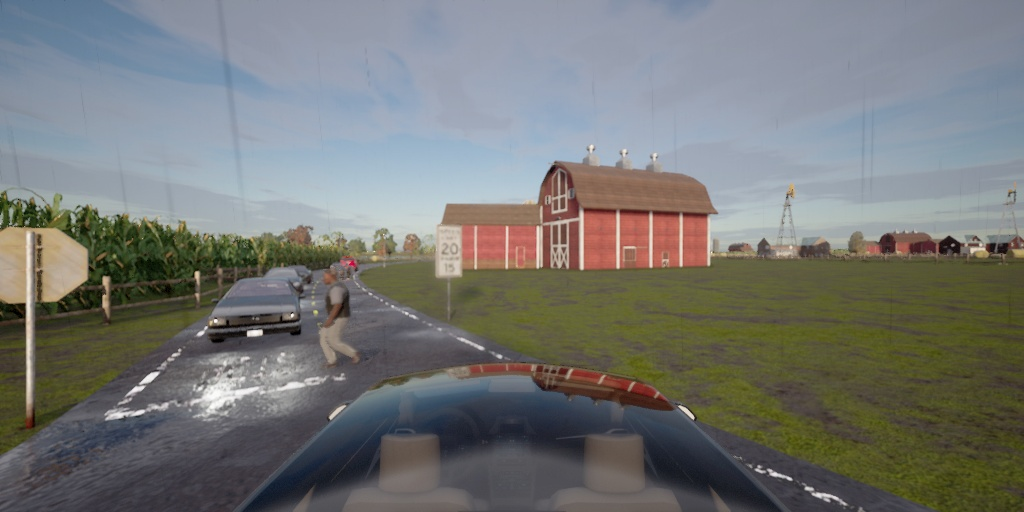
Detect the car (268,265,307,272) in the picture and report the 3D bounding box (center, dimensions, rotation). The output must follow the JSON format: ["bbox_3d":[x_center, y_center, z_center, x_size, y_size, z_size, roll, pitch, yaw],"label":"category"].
[{"bbox_3d":[-11.967,1.355,18.747,1.812,1.442,4.674,0,0,-29],"label":"car"}]

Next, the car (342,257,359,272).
[{"bbox_3d":[-22.849,1.137,50.421,2.150,2.045,5.566,0,0,-19],"label":"car"}]

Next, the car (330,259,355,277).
[{"bbox_3d":[-17.650,1.380,37.067,2.128,1.511,4.902,0,0,-23],"label":"car"}]

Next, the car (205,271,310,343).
[{"bbox_3d":[-7.085,1.339,10.263,2.033,1.411,5.357,0,0,-31],"label":"car"}]

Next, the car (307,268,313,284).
[{"bbox_3d":[-16.507,1.425,27.562,1.994,1.385,4.181,0,0,-25],"label":"car"}]

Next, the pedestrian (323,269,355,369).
[{"bbox_3d":[-3.108,1.066,6.421,0.375,1.860,0.375,-1,1,-33],"label":"pedestrian"}]
